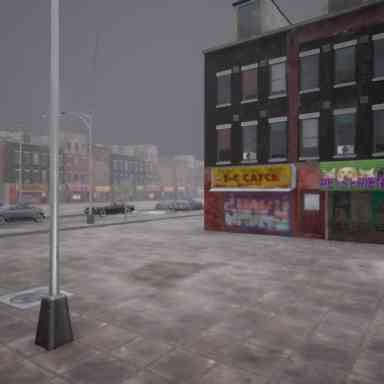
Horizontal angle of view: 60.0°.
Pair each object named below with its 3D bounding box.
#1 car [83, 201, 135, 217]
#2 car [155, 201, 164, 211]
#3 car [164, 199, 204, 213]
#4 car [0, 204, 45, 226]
[{"bbox_3d":[-7.538,1.520,30.503,1.895,1.301,4.718,0,0,36],"label":"car"},{"bbox_3d":[-2.346,1.451,37.850,1.994,1.385,4.181,0,0,35],"label":"car"},{"bbox_3d":[-0.204,1.444,35.772,2.033,1.411,5.357,0,0,35],"label":"car"},{"bbox_3d":[-12.580,1.515,23.366,1.994,1.385,4.181,0,0,36],"label":"car"}]
